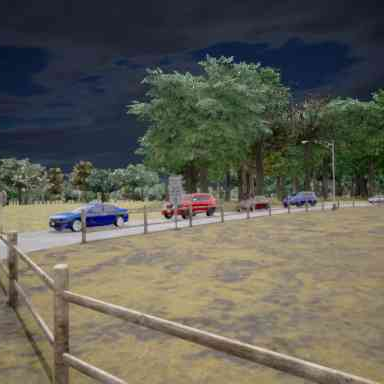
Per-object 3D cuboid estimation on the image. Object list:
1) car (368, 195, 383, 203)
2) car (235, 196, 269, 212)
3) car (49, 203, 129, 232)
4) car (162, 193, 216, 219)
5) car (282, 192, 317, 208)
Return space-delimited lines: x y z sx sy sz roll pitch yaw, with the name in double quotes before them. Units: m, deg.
"car" 28.573 1.125 49.851 4.718 1.301 1.895 0 -1 -30
"car" 6.567 1.201 35.873 2.097 1.767 4.553 -2 -1 43
"car" -6.071 1.446 20.040 1.882 1.535 5.008 -2 -1 36
"car" -0.136 1.140 28.049 2.150 2.045 5.566 -2 -1 38
"car" 13.991 0.990 43.022 5.566 2.045 2.150 -1 -1 -41
